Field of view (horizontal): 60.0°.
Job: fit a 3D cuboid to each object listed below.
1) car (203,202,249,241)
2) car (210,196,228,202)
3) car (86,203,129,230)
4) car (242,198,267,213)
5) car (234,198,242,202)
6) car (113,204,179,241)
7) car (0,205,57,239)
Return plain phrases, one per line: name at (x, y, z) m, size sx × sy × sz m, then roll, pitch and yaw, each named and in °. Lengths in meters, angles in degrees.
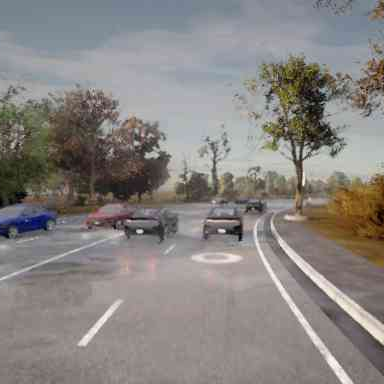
car at (1.714, 1.514, 17.113) m, size 2.128 × 1.511 × 4.902 m, roll 0°, pitch 0°, yaw 9°
car at (4.823, 1.543, 58.463) m, size 2.128 × 1.511 × 4.902 m, roll 0°, pitch 0°, yaw 28°
car at (-4.870, 1.471, 21.171) m, size 1.882 × 1.535 × 5.008 m, roll 0°, pitch 0°, yaw 11°
car at (7.463, 1.574, 38.409) m, size 1.837 × 1.490 × 4.892 m, roll 0°, pitch 0°, yaw 21°
car at (9.073, 1.682, 59.068) m, size 1.895 × 1.301 × 4.718 m, roll 0°, pitch 0°, yaw 28°
car at (-1.886, 1.497, 16.767) m, size 2.128 × 1.511 × 4.902 m, roll 0°, pitch 0°, yaw 9°
car at (-9.070, 1.450, 17.347) m, size 1.882 × 1.535 × 5.008 m, roll 0°, pitch 0°, yaw 9°
